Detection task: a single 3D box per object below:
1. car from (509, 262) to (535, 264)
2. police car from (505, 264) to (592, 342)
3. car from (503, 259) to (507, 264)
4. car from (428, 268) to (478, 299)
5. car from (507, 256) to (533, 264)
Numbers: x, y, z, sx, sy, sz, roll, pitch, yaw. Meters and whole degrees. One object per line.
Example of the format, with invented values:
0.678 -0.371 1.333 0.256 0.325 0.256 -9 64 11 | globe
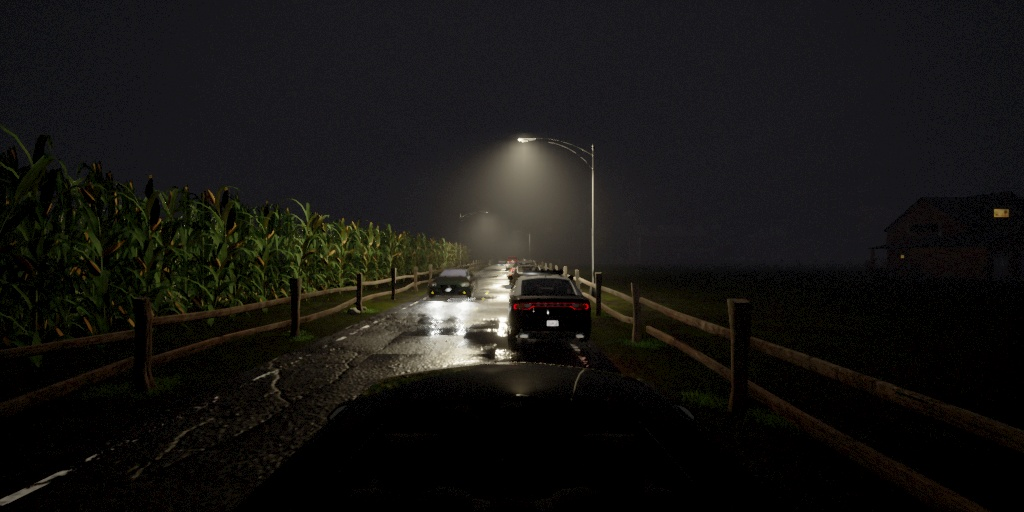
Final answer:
0.855 1.255 19.830 1.837 1.490 4.892 0 0 0 | car
0.837 1.175 9.940 1.930 1.638 5.238 0 0 0 | police car
0.125 1.373 48.134 1.895 1.301 4.718 0 0 1 | car
-2.823 1.313 17.943 1.994 1.385 4.181 0 0 0 | car
0.865 1.101 25.801 2.097 1.767 4.553 0 0 0 | car
